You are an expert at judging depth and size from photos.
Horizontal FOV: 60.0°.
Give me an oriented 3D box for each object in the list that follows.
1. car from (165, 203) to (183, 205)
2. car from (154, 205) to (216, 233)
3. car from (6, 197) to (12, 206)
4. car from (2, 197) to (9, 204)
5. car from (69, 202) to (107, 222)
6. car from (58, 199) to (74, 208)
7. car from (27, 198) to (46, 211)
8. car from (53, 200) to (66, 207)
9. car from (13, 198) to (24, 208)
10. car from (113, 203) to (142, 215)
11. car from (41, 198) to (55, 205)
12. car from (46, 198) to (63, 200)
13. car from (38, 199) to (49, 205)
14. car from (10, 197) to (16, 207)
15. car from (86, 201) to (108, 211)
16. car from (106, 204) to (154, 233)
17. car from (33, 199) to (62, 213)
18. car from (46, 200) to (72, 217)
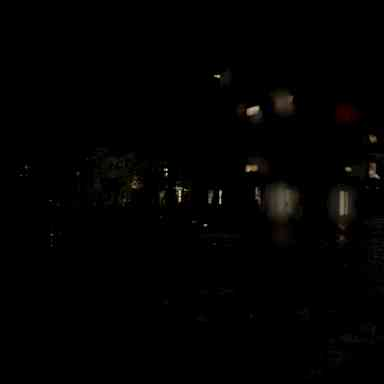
[{"bbox_3d":[-2.197,1.898,34.011,1.967,1.590,4.097,1,-1,-35],"label":"car"},{"bbox_3d":[-0.340,1.764,21.034,1.994,1.385,4.181,2,-2,-35],"label":"car"},{"bbox_3d":[-35.333,2.203,66.561,1.947,1.339,4.313,1,-1,-35],"label":"car"},{"bbox_3d":[-38.501,2.002,71.100,2.192,1.841,5.009,1,-1,-35],"label":"car"},{"bbox_3d":[-8.648,1.800,28.160,1.802,1.307,4.206,1,-1,-35],"label":"car"},{"bbox_3d":[-25.294,2.251,66.825,1.967,1.590,4.097,1,-1,-35],"label":"car"},{"bbox_3d":[-22.780,1.962,48.500,1.752,1.417,4.829,1,-1,-35],"label":"car"},{"bbox_3d":[-28.465,2.443,71.358,1.802,1.307,4.206,1,-1,-35],"label":"car"},{"bbox_3d":[-29.174,2.084,57.739,1.887,1.381,4.507,1,-1,-35],"label":"car"},{"bbox_3d":[-8.402,2.103,42.873,2.008,1.369,4.403,1,-1,-35],"label":"car"},{"bbox_3d":[-34.802,2.277,80.431,2.192,1.841,5.009,1,-1,-35],"label":"car"},{"bbox_3d":[-18.912,1.836,47.748,2.097,1.767,4.553,2,-1,-35],"label":"car"},{"bbox_3d":[-38.072,2.540,85.102,1.752,1.417,4.829,1,-1,-35],"label":"car"},{"bbox_3d":[-32.163,2.153,62.026,1.947,1.339,4.313,1,-1,-35],"label":"car"},{"bbox_3d":[-14.883,2.175,52.051,1.752,1.417,4.829,1,-1,-35],"label":"car"},{"bbox_3d":[-3.490,1.685,20.784,1.887,1.381,4.507,1,-1,-35],"label":"car"},{"bbox_3d":[-18.103,1.913,41.738,2.008,1.369,4.403,1,-1,-35],"label":"car"},{"bbox_3d":[-13.805,1.862,35.538,1.947,1.339,4.313,1,-1,-35],"label":"car"}]
